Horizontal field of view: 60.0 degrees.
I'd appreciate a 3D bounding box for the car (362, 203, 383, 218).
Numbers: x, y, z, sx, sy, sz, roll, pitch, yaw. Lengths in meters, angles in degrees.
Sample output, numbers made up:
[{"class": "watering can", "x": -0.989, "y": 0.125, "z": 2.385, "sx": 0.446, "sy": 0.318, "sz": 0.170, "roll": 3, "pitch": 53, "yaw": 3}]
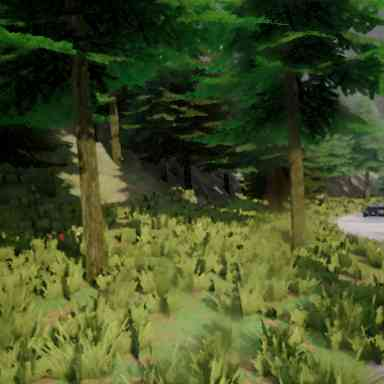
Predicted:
[{"class": "car", "x": 17.373, "y": 1.710, "z": 31.002, "sx": 1.994, "sy": 1.385, "sz": 4.181, "roll": -2, "pitch": -1, "yaw": 41}]
